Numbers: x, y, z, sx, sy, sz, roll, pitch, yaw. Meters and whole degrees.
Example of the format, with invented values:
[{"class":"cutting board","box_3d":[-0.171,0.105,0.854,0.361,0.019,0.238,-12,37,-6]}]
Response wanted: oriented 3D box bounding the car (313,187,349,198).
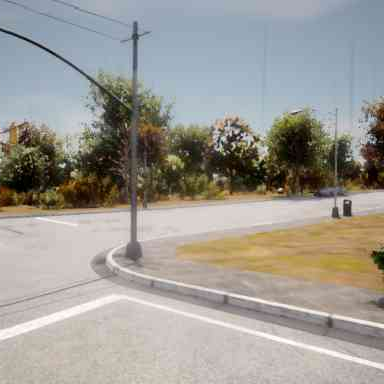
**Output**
[{"class":"car","box_3d":[19.182,0.037,45.780,5.357,1.411,2.033,-3,2,-27]}]
